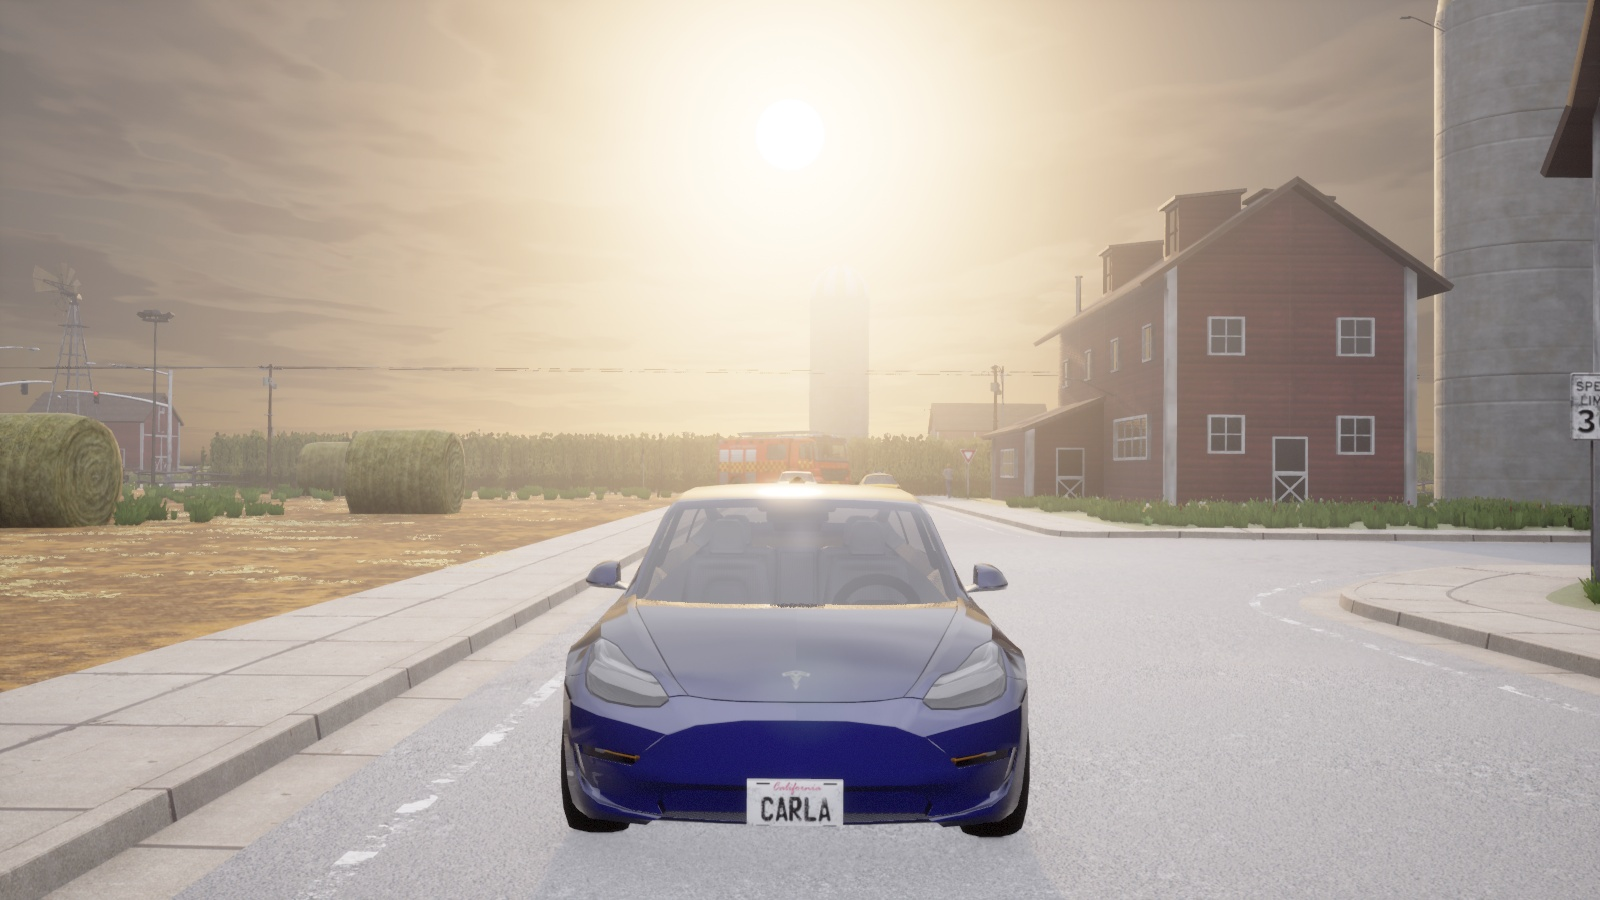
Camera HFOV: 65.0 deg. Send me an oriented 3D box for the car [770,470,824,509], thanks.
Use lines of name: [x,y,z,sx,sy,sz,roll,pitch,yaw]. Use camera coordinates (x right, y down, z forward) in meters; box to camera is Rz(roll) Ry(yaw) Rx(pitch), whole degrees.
car: [-0.121,1.608,52.199,2.128,1.511,4.902,0,-1,0]

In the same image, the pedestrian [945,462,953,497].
pedestrian: [7.787,1.532,65.681,0.354,1.836,0.706,0,-1,-1]

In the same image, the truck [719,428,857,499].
truck: [-0.792,0.821,72.347,2.891,3.827,8.468,2,-2,-44]

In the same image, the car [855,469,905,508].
car: [3.375,1.618,53.830,1.801,1.575,5.366,0,-1,0]

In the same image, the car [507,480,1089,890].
car: [-0.011,0.931,7.078,2.163,1.488,4.792,0,-1,0]
